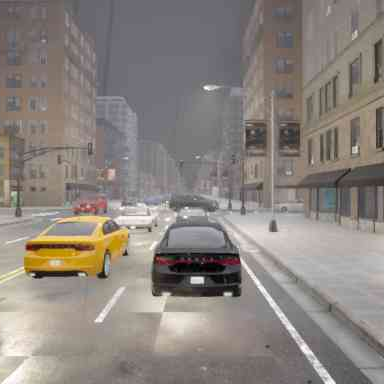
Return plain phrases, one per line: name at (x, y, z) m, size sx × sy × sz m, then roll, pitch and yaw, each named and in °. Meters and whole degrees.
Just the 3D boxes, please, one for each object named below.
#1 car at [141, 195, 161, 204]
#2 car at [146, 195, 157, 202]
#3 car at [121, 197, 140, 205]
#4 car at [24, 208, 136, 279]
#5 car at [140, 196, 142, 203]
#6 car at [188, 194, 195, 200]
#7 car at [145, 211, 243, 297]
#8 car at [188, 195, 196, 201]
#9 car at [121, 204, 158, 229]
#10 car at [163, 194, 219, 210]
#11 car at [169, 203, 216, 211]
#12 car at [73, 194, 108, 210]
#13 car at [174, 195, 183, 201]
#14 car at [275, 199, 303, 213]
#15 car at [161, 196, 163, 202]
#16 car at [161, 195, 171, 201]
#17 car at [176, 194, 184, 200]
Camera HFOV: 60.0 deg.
car at (-6.596, 1.520, 54.186) m, size 1.812 × 1.442 × 4.674 m, roll 0°, pitch 0°, yaw 0°
car at (-9.770, 1.501, 81.132) m, size 2.128 × 1.511 × 4.902 m, roll 0°, pitch 0°, yaw 0°
car at (-9.857, 1.497, 52.225) m, size 1.837 × 1.490 × 4.892 m, roll 0°, pitch 1°, yaw 0°
car at (-3.154, 1.478, 10.108) m, size 1.882 × 1.535 × 5.008 m, roll 0°, pitch 0°, yaw 0°
car at (-9.777, 1.482, 67.085) m, size 2.128 × 1.511 × 4.902 m, roll 0°, pitch 0°, yaw 0°
car at (-0.022, 1.328, 91.211) m, size 1.882 × 1.535 × 5.008 m, roll 0°, pitch 0°, yaw 0°
car at (0.098, 1.478, 8.623) m, size 1.882 × 1.535 × 5.008 m, roll 0°, pitch 0°, yaw 0°
car at (-0.019, 1.460, 80.791) m, size 1.882 × 1.535 × 5.008 m, roll 0°, pitch 0°, yaw 0°
car at (-3.155, 1.601, 20.003) m, size 1.895 × 1.301 × 4.718 m, roll 0°, pitch 0°, yaw 0°
car at (0.122, 1.220, 35.936) m, size 5.566 × 2.045 × 2.150 m, roll 0°, pitch 1°, yaw 27°
car at (-0.004, 1.547, 18.442) m, size 2.033 × 1.411 × 5.357 m, roll 0°, pitch 0°, yaw 0°
car at (-9.860, 1.212, 32.833) m, size 2.150 × 2.045 × 5.566 m, roll 0°, pitch 0°, yaw 0°
car at (-3.269, 1.482, 80.790) m, size 1.837 × 1.490 × 4.892 m, roll 0°, pitch 0°, yaw 0°
car at (11.711, 1.562, 37.436) m, size 4.674 × 1.442 × 1.812 m, roll 0°, pitch 0°, yaw 0°
car at (-6.517, 1.513, 69.096) m, size 1.812 × 1.442 × 4.674 m, roll 0°, pitch 0°, yaw 0°
car at (-6.520, 1.449, 84.155) m, size 2.033 × 1.411 × 5.357 m, roll 0°, pitch 0°, yaw 0°
car at (-3.272, 1.391, 91.210) m, size 2.033 × 1.411 × 5.357 m, roll 0°, pitch 0°, yaw 0°
